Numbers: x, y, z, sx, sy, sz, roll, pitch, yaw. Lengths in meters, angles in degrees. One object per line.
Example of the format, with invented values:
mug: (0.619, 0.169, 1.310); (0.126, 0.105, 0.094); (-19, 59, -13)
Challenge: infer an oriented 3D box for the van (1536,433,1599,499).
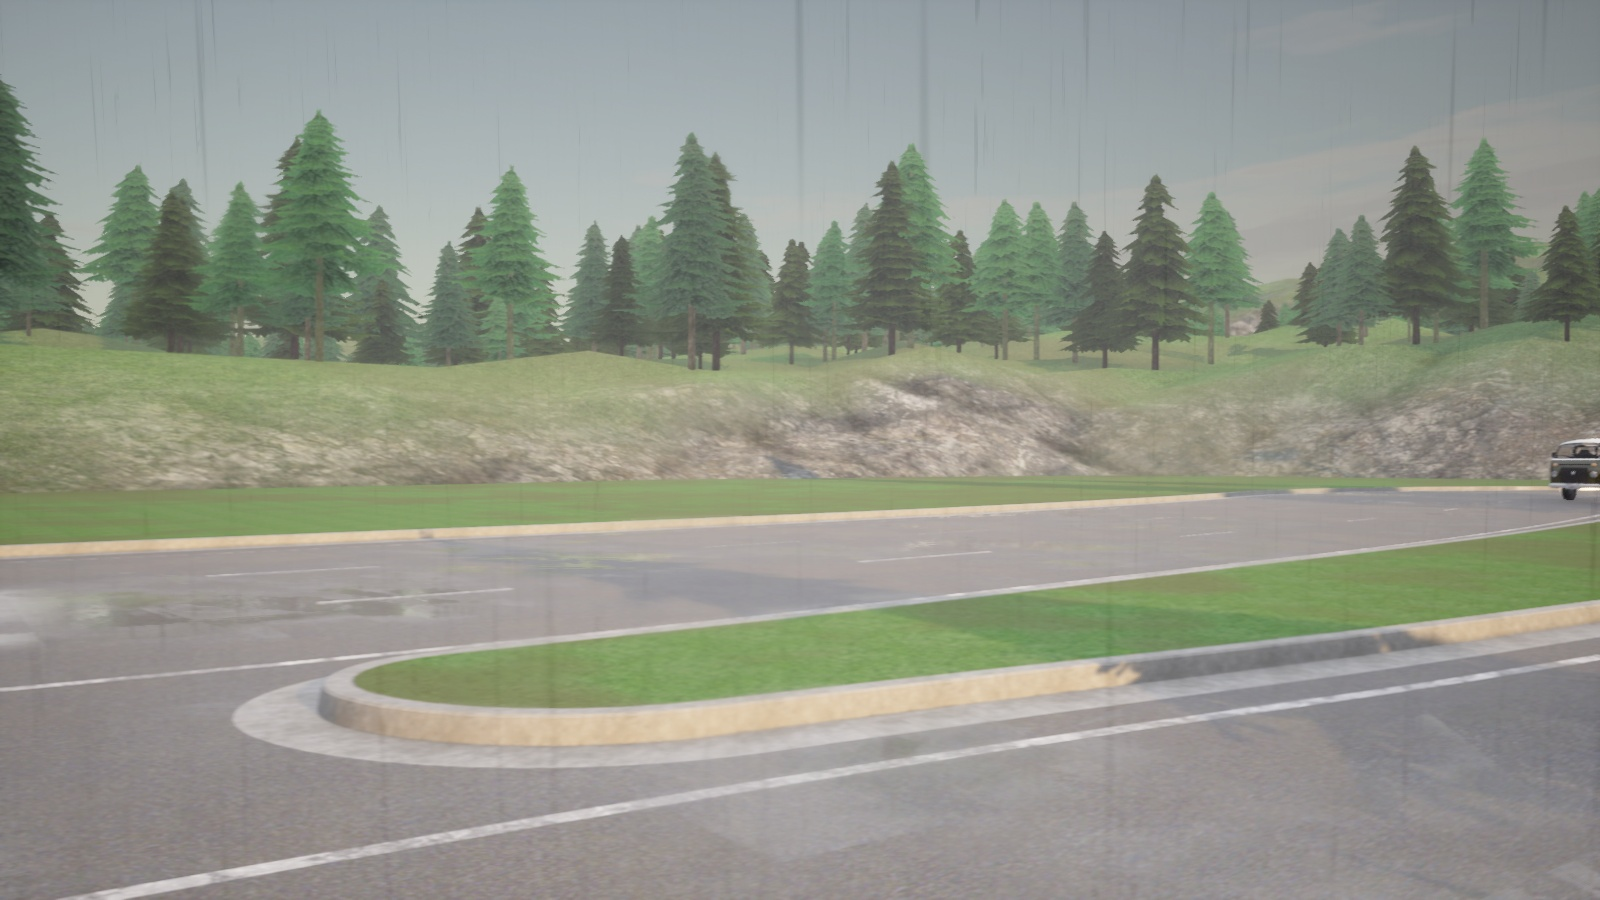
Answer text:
van: (26.121, 0.504, 40.517); (4.480, 2.038, 2.069); (0, -1, -29)
